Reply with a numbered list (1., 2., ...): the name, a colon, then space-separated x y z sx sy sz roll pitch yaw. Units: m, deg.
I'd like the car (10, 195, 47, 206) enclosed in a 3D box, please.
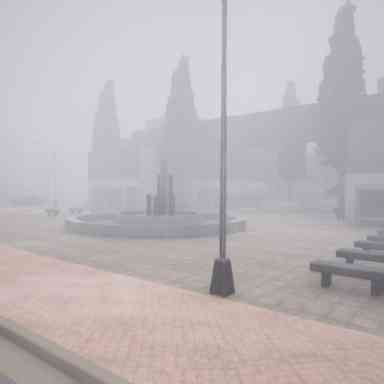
1. car: -21.813 1.142 44.580 2.033 1.411 5.357 1 0 12
